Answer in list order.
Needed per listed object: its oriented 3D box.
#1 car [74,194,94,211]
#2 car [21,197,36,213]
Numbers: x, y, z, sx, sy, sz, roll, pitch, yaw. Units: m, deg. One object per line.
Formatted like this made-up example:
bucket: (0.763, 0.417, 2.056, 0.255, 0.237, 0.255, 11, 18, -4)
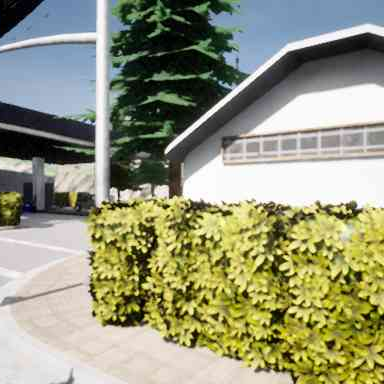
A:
car: (-10.830, 1.193, 35.464, 3.866, 1.878, 1.905, 0, 0, 35)
car: (-17.639, 1.342, 33.338, 4.611, 1.667, 2.242, 0, 0, 35)
